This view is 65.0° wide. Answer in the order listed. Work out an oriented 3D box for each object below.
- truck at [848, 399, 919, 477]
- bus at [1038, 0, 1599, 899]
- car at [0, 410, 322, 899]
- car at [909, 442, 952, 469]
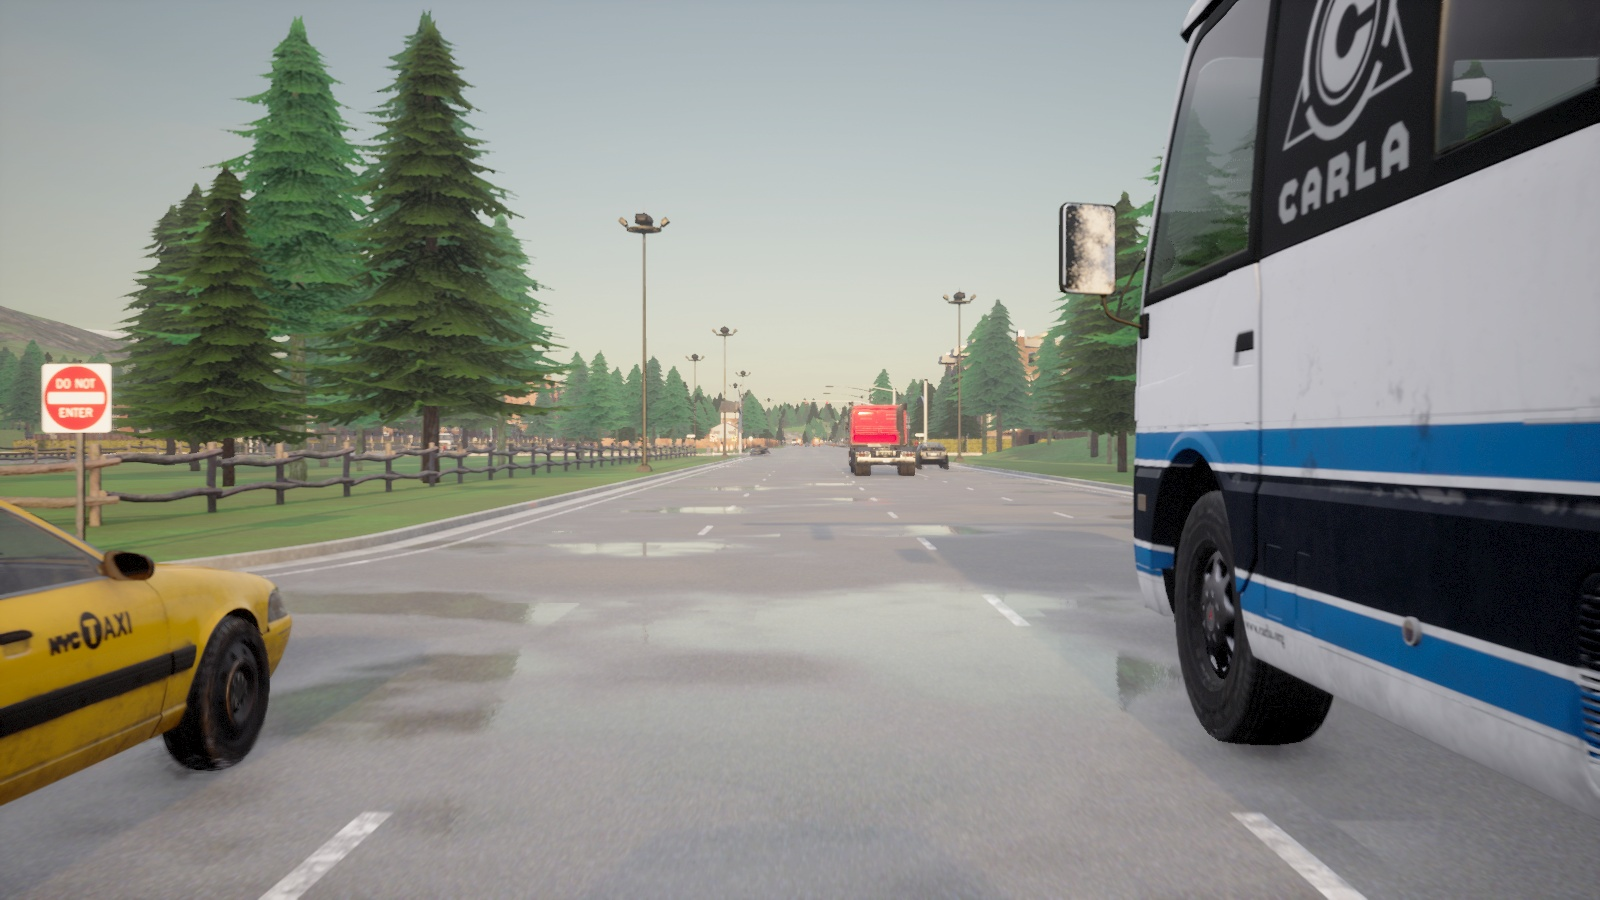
[{"bbox_3d":[3.858,-0.570,59.761,2.891,3.462,7.936,0,0,0],"label":"truck"},{"bbox_3d":[3.535,-0.646,3.248,3.944,4.253,10.273,0,0,0],"label":"bus"},{"bbox_3d":[-3.462,0.660,4.013,1.801,1.575,5.366,0,0,0],"label":"car"},{"bbox_3d":[7.426,0.293,71.803,2.007,1.525,4.514,0,0,0],"label":"car"}]
